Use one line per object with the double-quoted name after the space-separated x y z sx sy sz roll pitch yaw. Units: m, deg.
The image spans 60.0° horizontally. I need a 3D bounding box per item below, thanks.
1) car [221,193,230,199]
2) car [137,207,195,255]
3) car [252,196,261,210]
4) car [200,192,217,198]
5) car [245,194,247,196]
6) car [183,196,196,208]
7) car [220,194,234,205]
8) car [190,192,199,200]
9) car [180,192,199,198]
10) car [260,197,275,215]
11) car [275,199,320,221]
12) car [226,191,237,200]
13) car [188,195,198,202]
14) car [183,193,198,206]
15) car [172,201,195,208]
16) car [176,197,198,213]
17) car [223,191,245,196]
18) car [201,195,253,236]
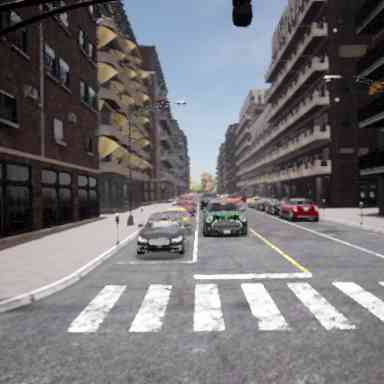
9.084 1.099 90.724 1.947 1.339 4.313 0 0 1 "car"
-1.024 1.514 13.013 2.008 1.369 4.403 0 0 1 "car"
7.847 1.257 35.059 2.008 1.369 4.403 0 0 1 "car"
2.193 1.035 40.655 2.150 2.045 5.566 -1 0 2 "car"
7.974 1.213 40.795 1.752 1.417 4.829 0 0 1 "car"
-0.286 1.376 46.242 1.752 1.417 4.829 0 0 1 "car"
5.558 1.182 53.709 1.882 1.535 5.008 -1 0 1 "car"
0.582 1.045 85.376 2.192 1.841 5.009 0 0 1 "car"
-0.531 1.202 35.279 2.192 1.841 5.009 0 0 1 "car"
7.722 1.276 29.493 2.008 1.369 4.403 0 0 1 "car"
7.598 1.184 23.926 1.967 1.590 4.097 0 0 1 "car"
9.066 0.793 76.750 2.150 2.045 5.566 -1 0 1 "car"
0.213 1.346 68.679 1.947 1.339 4.313 0 0 1 "car"
-0.160 1.148 51.978 2.192 1.841 5.009 0 0 1 "car"
-0.904 1.469 18.409 1.752 1.417 4.829 0 0 1 "car"
-0.653 1.450 29.713 1.887 1.381 4.507 0 0 1 "car"
5.388 1.086 43.920 2.097 1.767 4.553 -1 0 3 "car"
1.652 1.244 17.543 2.097 1.767 4.553 -1 0 1 "car"
